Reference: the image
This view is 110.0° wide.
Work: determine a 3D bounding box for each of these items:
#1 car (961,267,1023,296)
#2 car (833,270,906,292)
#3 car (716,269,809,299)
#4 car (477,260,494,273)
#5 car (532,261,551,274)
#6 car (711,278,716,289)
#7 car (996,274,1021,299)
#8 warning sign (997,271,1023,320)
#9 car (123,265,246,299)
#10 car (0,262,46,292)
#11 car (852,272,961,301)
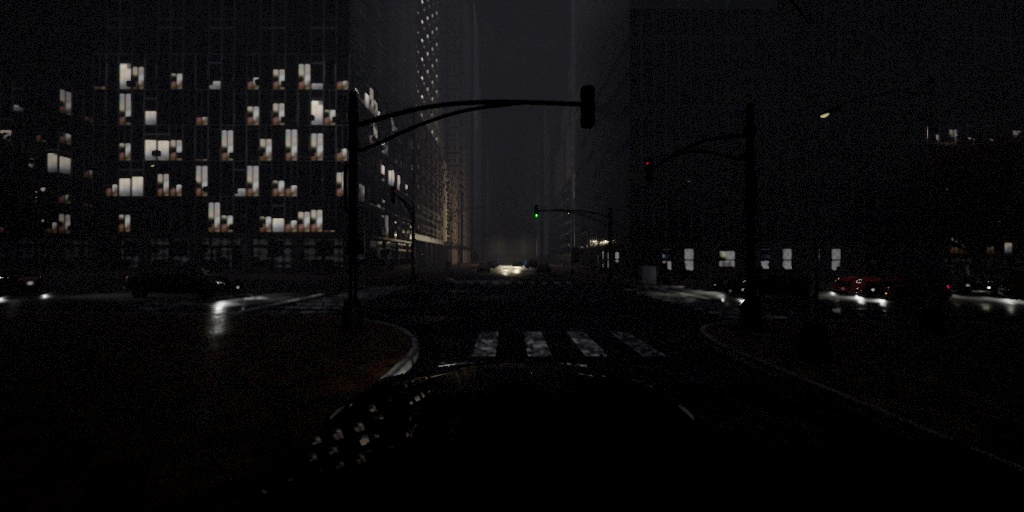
[{"bbox_3d":[34.984,1.785,25.453,5.566,2.045,2.150,1,0,-2],"label":"car"},{"bbox_3d":[25.240,1.737,25.013,4.553,1.767,2.097,1,0,-3],"label":"car"},{"bbox_3d":[15.150,1.531,21.300,4.553,1.767,2.097,1,0,-3],"label":"car"},{"bbox_3d":[-4.002,1.673,51.239,1.802,1.307,4.207,0,0,0],"label":"car"},{"bbox_3d":[3.948,1.623,45.742,1.948,1.339,4.313,0,0,0],"label":"car"},{"bbox_3d":[16.198,1.745,24.600,4.674,1.442,1.812,1,0,-3],"label":"car"},{"bbox_3d":[34.034,2.072,22.160,5.357,1.411,2.033,1,0,-3],"label":"car"},{"bbox_3d":[17.280,1.274,11.933,1.060,1.860,1.300,0,0,-3],"label":"warning sign"},{"bbox_3d":[-14.944,1.124,16.470,4.674,1.442,1.812,1,0,-1],"label":"car"},{"bbox_3d":[-24.159,0.917,16.048,4.902,1.511,2.128,1,0,-3],"label":"car"},{"bbox_3d":[23.736,1.901,21.694,4.181,1.385,1.994,1,0,-3],"label":"car"}]
